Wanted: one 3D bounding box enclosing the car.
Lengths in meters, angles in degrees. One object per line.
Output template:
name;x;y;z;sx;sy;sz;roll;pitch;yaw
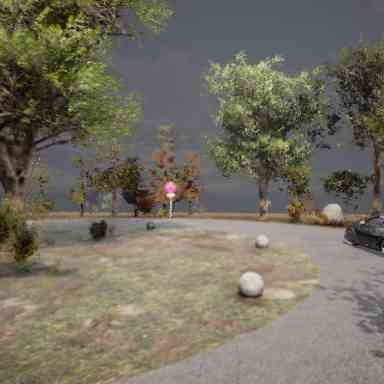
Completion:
car;7.665;1.607;12.883;1.994;1.385;4.181;0;0;1
